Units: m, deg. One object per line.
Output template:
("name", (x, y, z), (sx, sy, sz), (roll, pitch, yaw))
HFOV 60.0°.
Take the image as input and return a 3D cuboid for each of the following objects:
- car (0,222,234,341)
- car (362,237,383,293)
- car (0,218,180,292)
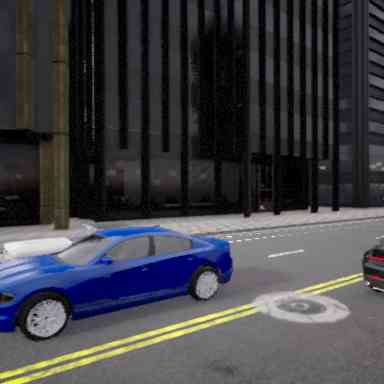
("car", (-1.406, 1.468, 6.674), (5.008, 1.535, 1.882), (0, 0, -36))
("car", (5.770, 1.474, 7.555), (4.892, 1.490, 1.837), (0, 0, -36))
("car", (-2.850, 1.590, 9.638), (4.718, 1.301, 1.895), (0, 0, -36))
